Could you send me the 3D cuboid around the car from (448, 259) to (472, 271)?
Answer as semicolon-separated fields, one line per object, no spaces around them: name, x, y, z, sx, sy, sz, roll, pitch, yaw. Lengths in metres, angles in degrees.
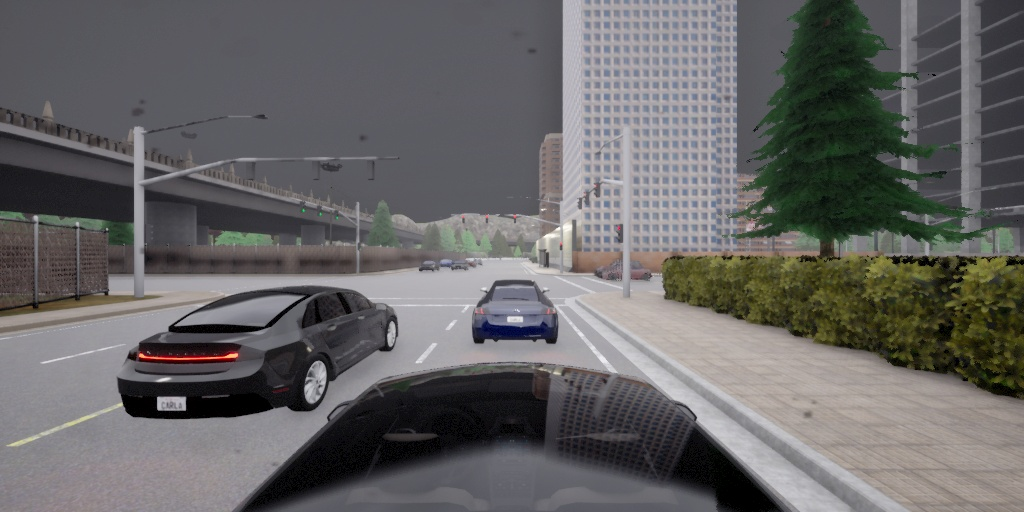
car;-7.085;1.314;49.232;1.994;1.385;4.181;0;0;0

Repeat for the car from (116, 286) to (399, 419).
car;-3.440;1.255;6.068;1.837;1.490;4.892;0;0;0

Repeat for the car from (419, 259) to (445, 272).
car;-10.593;1.297;46.480;2.033;1.411;5.357;0;0;0

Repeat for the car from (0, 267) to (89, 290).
car;-29.668;1.352;22.113;5.357;1.411;2.033;0;0;0

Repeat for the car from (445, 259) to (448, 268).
car;-10.584;1.227;57.372;1.882;1.535;5.008;0;0;0

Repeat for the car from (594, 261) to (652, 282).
car;9.175;1.369;29.336;4.181;1.385;1.994;0;0;-2

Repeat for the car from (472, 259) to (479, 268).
car;-7.078;1.351;59.729;1.895;1.301;4.718;0;0;0

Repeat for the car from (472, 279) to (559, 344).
car;0.079;1.314;9.611;1.994;1.385;4.181;0;0;0
